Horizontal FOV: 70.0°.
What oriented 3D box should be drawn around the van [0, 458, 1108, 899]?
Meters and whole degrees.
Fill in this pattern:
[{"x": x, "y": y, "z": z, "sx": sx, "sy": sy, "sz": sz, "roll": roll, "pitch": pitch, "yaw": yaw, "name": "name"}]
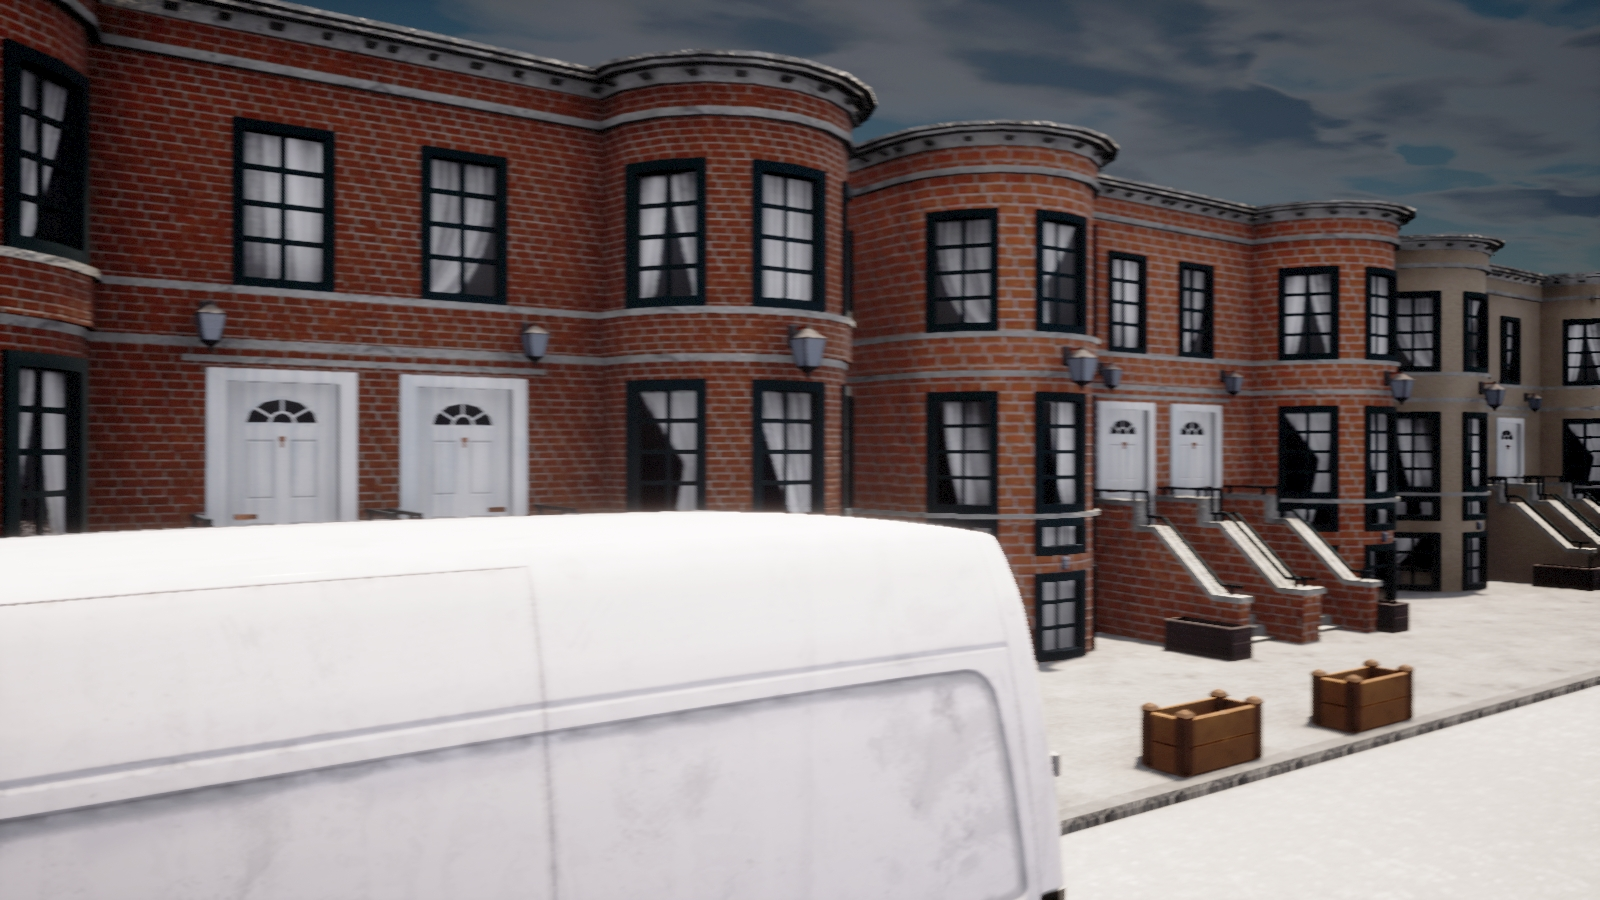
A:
[{"x": -1.934, "y": 1.315, "z": 3.043, "sx": 5.915, "sy": 2.561, "sz": 1.988, "roll": 0, "pitch": 0, "yaw": -35, "name": "van"}]
